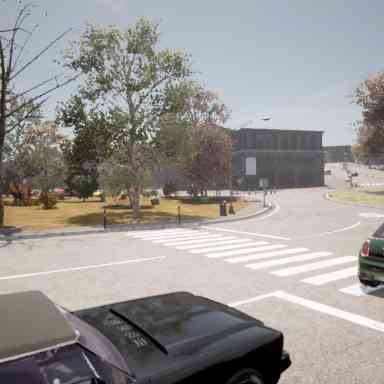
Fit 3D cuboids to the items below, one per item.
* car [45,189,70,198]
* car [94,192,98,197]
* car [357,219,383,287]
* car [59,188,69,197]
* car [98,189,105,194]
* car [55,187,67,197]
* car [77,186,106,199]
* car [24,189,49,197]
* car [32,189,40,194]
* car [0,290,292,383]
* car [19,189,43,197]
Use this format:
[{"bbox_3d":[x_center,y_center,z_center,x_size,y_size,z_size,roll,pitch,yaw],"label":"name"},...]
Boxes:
[{"bbox_3d":[-28.583,0.294,70.959,2.231,1.521,4.892,-1,2,18],"label":"car"},{"bbox_3d":[-16.798,0.287,61.753,1.946,1.575,5.366,-1,2,17],"label":"car"},{"bbox_3d":[6.043,1.319,7.991,4.553,1.767,2.097,0,0,-34],"label":"car"},{"bbox_3d":[-23.873,0.351,67.296,2.163,1.488,4.792,-1,2,17],"label":"car"},{"bbox_3d":[-14.384,0.125,60.128,2.185,1.767,4.553,-2,2,16],"label":"car"},{"bbox_3d":[-26.237,0.062,69.101,2.435,2.045,5.566,0,2,17],"label":"car"},{"bbox_3d":[-19.137,0.054,63.745,2.435,2.045,5.566,-2,2,17],"label":"car"},{"bbox_3d":[-35.632,0.195,76.309,1.946,1.575,5.366,0,3,18],"label":"car"},{"bbox_3d":[-33.266,0.102,74.605,2.185,1.767,4.553,0,2,18],"label":"car"},{"bbox_3d":[-1.316,1.601,2.805,4.718,1.301,1.895,0,0,-36],"label":"car"},{"bbox_3d":[-37.887,0.151,78.348,2.097,1.535,5.008,0,3,19],"label":"car"}]
